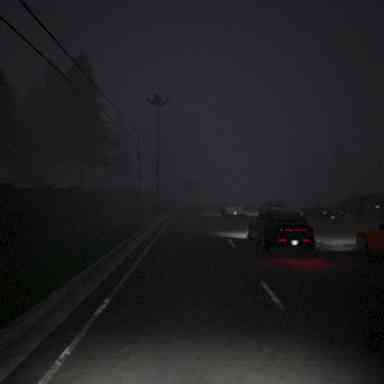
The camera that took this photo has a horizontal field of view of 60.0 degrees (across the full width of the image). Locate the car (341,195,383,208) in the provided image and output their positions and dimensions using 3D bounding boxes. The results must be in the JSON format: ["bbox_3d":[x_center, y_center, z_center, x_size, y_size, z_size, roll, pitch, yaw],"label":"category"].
[{"bbox_3d":[14.079,1.226,27.893,2.150,2.045,5.566,0,0,0],"label":"car"}]

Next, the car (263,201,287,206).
[{"bbox_3d":[7.079,1.497,28.813,2.128,1.511,4.902,0,0,0],"label":"car"}]

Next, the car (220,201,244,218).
[{"bbox_3d":[3.574,1.531,29.815,1.812,1.442,4.674,0,0,0],"label":"car"}]

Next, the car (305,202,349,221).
[{"bbox_3d":[10.575,1.606,27.159,1.895,1.301,4.718,0,0,0],"label":"car"}]

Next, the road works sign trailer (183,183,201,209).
[{"bbox_3d":[-0.010,0.472,46.501,2.380,3.560,2.880,0,0,0],"label":"road works sign trailer"}]

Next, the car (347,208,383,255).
[{"bbox_3d":[7.069,1.480,10.428,1.882,1.535,5.008,0,0,0],"label":"car"}]

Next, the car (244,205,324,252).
[{"bbox_3d":[3.583,1.507,13.991,1.837,1.490,4.892,0,0,0],"label":"car"}]
